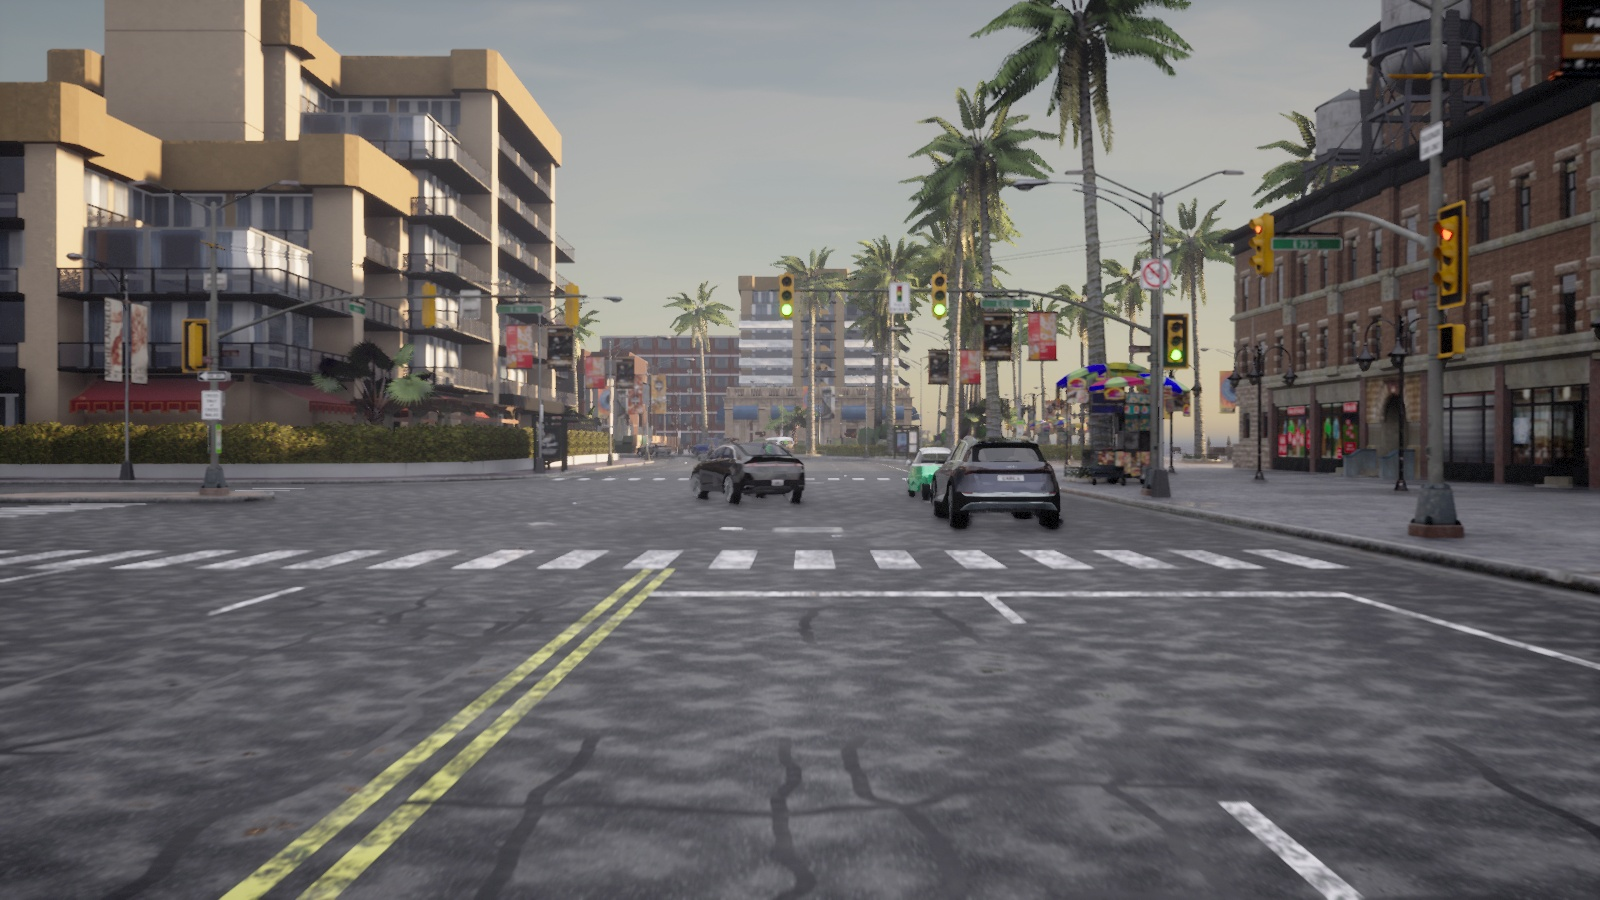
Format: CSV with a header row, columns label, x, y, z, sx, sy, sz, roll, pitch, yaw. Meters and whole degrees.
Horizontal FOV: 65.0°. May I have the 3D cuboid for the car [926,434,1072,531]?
label,x,y,z,sx,sy,sz,roll,pitch,yaw
car,3.637,0.545,23.848,2.033,1.649,4.856,0,0,0

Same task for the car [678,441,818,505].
label,x,y,z,sx,sy,sz,roll,pitch,yaw
car,-1.438,0.520,32.283,2.128,1.511,4.902,0,0,-21

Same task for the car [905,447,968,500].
label,x,y,z,sx,sy,sz,roll,pitch,yaw
car,3.691,0.611,34.237,1.481,1.376,2.207,0,1,0
